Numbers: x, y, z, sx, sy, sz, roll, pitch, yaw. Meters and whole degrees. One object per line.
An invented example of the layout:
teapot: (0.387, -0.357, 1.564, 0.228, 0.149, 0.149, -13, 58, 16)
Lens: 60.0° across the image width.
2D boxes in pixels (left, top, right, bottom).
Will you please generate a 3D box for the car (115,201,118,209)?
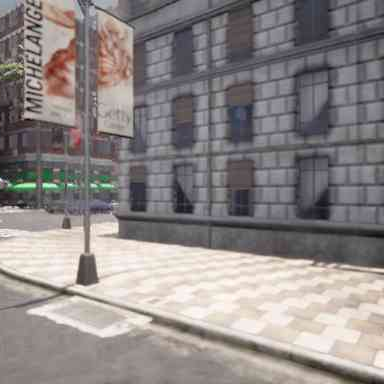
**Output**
car: (-8.833, 1.605, 43.676, 1.812, 1.442, 4.674, 0, 0, 37)

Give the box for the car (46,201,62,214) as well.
car: (-13.919, 1.644, 36.790, 1.994, 1.385, 4.181, 0, 0, 36)

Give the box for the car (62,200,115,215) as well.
car: (-10.820, 1.597, 35.110, 1.812, 1.442, 4.674, 0, 0, 36)
